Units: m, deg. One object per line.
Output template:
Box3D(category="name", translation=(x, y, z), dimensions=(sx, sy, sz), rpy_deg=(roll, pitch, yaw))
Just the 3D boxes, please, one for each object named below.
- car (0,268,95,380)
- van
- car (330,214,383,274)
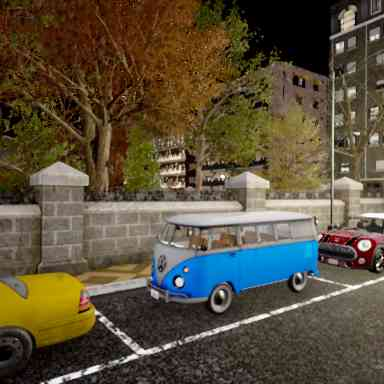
Box3D(category="car", translation=(-3.677, 1.526, 3.927), dimensions=(4.829, 1.417, 1.752), rpy_deg=(0, 1, -35))
Box3D(category="van", translation=(1.035, 1.340, 7.280), dimensions=(3.998, 1.788, 1.690), rpy_deg=(0, 1, -35))
Box3D(category="car", translation=(5.607, 1.437, 10.537), dimensions=(4.097, 1.590, 1.967), rpy_deg=(0, 1, -35))
